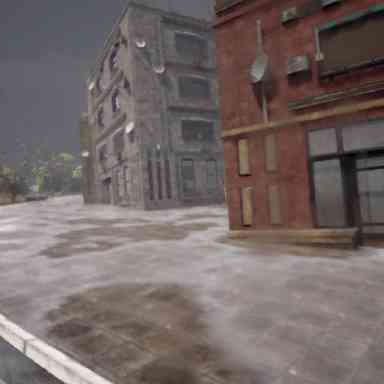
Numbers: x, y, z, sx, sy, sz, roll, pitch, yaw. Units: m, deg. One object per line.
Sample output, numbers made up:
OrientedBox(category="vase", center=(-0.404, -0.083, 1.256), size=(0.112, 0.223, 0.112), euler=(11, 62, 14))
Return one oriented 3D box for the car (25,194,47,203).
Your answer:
OrientedBox(category="car", center=(-28.187, 1.112, 60.271), size=(1.895, 1.301, 4.718), euler=(-5, 3, 3))
